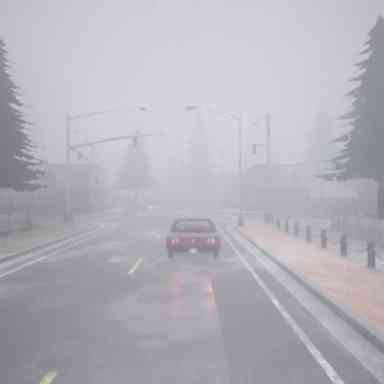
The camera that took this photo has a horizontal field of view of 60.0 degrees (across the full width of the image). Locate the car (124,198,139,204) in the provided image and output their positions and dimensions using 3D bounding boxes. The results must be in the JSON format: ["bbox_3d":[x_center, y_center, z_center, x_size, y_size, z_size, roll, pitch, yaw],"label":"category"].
[{"bbox_3d":[-13.876,1.980,76.102,2.033,1.411,5.357,0,0,-31],"label":"car"}]

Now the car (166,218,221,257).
[{"bbox_3d":[0.060,1.686,13.330,1.895,1.301,4.718,0,0,0],"label":"car"}]

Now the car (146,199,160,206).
[{"bbox_3d":[-7.240,1.958,62.031,1.895,1.301,4.718,0,0,-17],"label":"car"}]
